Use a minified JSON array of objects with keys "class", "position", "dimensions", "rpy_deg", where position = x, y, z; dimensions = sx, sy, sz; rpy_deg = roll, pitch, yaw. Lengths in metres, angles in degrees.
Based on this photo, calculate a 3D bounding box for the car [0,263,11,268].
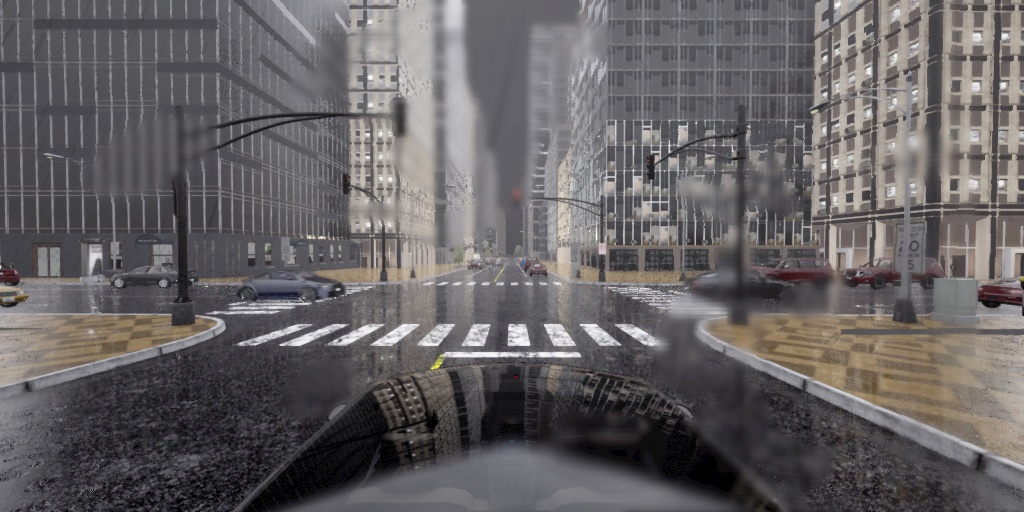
[{"class":"car","position":[-32.556,1.078,21.484],"dimensions":[4.097,1.591,1.967],"rpy_deg":[0,0,0]}]

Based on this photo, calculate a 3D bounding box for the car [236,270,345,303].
[{"class":"car","position":[-9.844,1.323,16.148],"dimensions":[4.181,1.385,1.994],"rpy_deg":[0,0,0]}]

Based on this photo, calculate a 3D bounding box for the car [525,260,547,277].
[{"class":"car","position":[2.547,1.319,35.785],"dimensions":[1.802,1.307,4.207],"rpy_deg":[0,0,0]}]

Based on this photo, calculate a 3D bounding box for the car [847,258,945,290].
[{"class":"car","position":[22.902,1.032,21.656],"dimensions":[5.009,1.841,2.192],"rpy_deg":[0,0,0]}]

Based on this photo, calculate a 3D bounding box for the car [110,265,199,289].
[{"class":"car","position":[-21.440,1.205,21.575],"dimensions":[4.403,1.370,2.007],"rpy_deg":[0,0,0]}]

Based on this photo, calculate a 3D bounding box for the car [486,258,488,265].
[{"class":"car","position":[-5.290,1.307,57.862],"dimensions":[1.802,1.307,4.207],"rpy_deg":[0,0,0]}]

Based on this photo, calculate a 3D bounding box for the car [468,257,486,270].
[{"class":"car","position":[-5.292,1.168,52.338],"dimensions":[1.967,1.591,4.097],"rpy_deg":[0,0,0]}]

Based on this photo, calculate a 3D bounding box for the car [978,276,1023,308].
[{"class":"car","position":[20.186,1.417,13.513],"dimensions":[4.207,1.307,1.802],"rpy_deg":[0,0,0]}]

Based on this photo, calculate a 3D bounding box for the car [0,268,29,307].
[{"class":"car","position":[-21.256,1.301,13.437],"dimensions":[4.829,1.417,1.751],"rpy_deg":[0,0,0]}]

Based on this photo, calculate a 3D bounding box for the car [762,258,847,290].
[{"class":"car","position":[16.570,1.024,21.645],"dimensions":[5.009,1.841,2.192],"rpy_deg":[0,0,0]}]

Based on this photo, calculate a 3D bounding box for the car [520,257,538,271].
[{"class":"car","position":[2.574,1.046,46.834],"dimensions":[2.192,1.841,5.009],"rpy_deg":[0,0,0]}]

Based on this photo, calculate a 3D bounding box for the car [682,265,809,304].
[{"class":"car","position":[10.201,1.309,16.182],"dimensions":[4.674,1.442,1.812],"rpy_deg":[0,1,0]}]
